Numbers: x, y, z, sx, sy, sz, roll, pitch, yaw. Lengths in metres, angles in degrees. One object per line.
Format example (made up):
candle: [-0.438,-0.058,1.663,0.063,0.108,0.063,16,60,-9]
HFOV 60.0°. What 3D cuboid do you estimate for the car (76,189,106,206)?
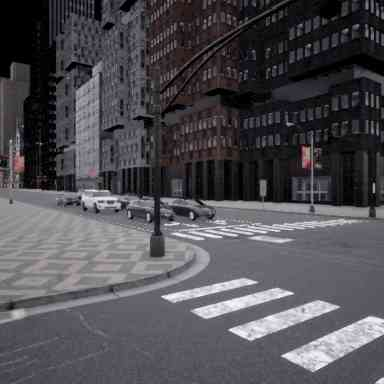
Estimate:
car: [-13.179,0.638,43.074,2.150,2.045,5.566,0,1,-35]

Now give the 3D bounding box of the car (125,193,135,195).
car: [-5.643,1.108,32.595,1.837,1.490,4.892,0,1,-36]

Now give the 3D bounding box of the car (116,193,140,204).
car: [-9.566,0.886,49.493,1.812,1.442,4.674,0,1,-36]

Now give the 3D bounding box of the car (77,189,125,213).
car: [-8.653,0.819,31.212,2.150,2.045,5.566,0,1,-36]

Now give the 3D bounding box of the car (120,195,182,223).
car: [-2.970,1.240,23.324,1.837,1.490,4.892,0,1,-36]

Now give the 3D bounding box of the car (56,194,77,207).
car: [-14.861,0.991,39.838,2.033,1.411,5.357,0,1,-36]

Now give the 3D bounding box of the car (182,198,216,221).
car: [-0.205,1.239,25.003,1.837,1.490,4.892,0,1,-38]
